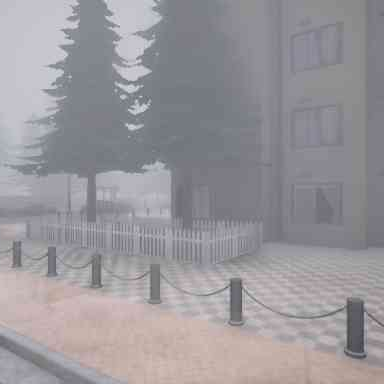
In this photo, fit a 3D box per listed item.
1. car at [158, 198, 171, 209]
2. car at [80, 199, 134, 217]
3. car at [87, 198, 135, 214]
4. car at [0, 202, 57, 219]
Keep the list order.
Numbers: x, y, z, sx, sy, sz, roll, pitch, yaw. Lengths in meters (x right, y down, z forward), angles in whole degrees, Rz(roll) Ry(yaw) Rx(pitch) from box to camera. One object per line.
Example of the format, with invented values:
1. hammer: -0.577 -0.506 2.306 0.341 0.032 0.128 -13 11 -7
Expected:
1. car: -2.486 1.510 44.461 1.812 1.442 4.674 0 0 37
2. car: -7.828 1.532 31.291 2.033 1.411 5.357 0 0 37
3. car: -8.727 1.476 36.233 2.128 1.511 4.902 0 0 37
4. car: -14.354 1.585 28.786 1.895 1.301 4.718 0 0 37
